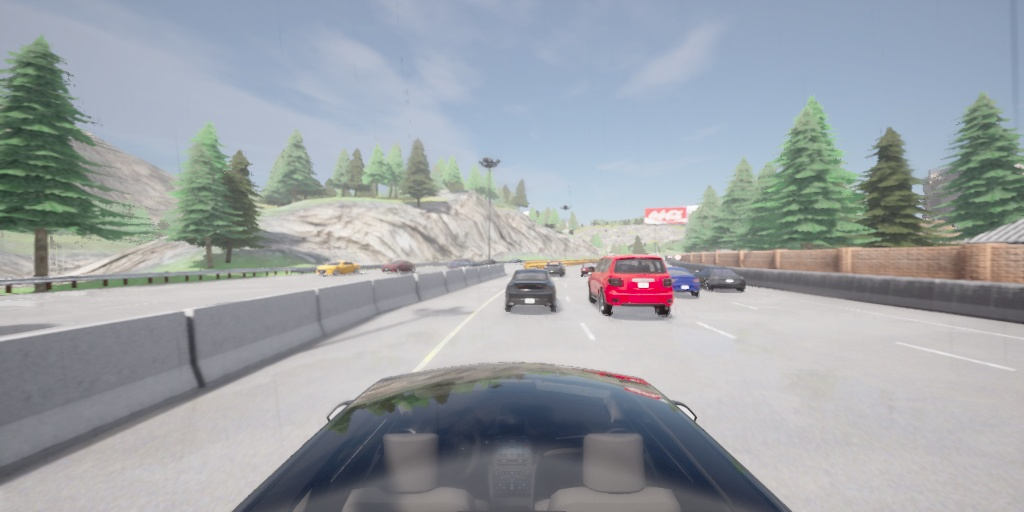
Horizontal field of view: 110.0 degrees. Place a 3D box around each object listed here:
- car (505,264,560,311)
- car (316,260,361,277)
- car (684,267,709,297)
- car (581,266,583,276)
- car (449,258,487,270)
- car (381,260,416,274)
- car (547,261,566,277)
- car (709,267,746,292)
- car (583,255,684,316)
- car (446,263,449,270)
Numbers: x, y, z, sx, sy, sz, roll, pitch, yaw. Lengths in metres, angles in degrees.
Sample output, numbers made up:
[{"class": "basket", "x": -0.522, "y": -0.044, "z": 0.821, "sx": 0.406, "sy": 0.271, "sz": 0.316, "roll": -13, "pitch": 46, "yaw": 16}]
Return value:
[{"class": "car", "x": 0.814, "y": 1.256, "z": 14.420, "sx": 1.837, "sy": 1.490, "sz": 4.892, "roll": 0, "pitch": 0, "yaw": 5}, {"class": "car", "x": -17.341, "y": 1.198, "z": 36.043, "sx": 1.882, "sy": 1.535, "sz": 5.008, "roll": 0, "pitch": 0, "yaw": 12}, {"class": "car", "x": 8.352, "y": 1.290, "z": 18.988, "sx": 1.812, "sy": 1.442, "sz": 4.674, "roll": 0, "pitch": 0, "yaw": 7}, {"class": "car", "x": 8.043, "y": 1.365, "z": 36.553, "sx": 1.895, "sy": 1.301, "sz": 4.718, "roll": 0, "pitch": 0, "yaw": 14}, {"class": "car", "x": -5.103, "y": 1.234, "z": 42.305, "sx": 2.128, "sy": 1.511, "sz": 4.902, "roll": 0, "pitch": 0, "yaw": 15}, {"class": "car", "x": -12.752, "y": 1.206, "z": 40.562, "sx": 1.882, "sy": 1.535, "sz": 5.008, "roll": 0, "pitch": 0, "yaw": 14}, {"class": "car", "x": 4.312, "y": 1.248, "z": 35.899, "sx": 2.128, "sy": 1.511, "sz": 4.902, "roll": 0, "pitch": 0, "yaw": 13}, {"class": "car", "x": 12.260, "y": 1.335, "z": 21.713, "sx": 1.994, "sy": 1.385, "sz": 4.181, "roll": 0, "pitch": 0, "yaw": 8}, {"class": "car", "x": 4.226, "y": 0.979, "z": 13.581, "sx": 2.150, "sy": 2.045, "sz": 5.566, "roll": 0, "pitch": 0, "yaw": 5}, {"class": "car", "x": -7.035, "y": 1.090, "z": 48.368, "sx": 2.097, "sy": 1.767, "sz": 4.553, "roll": 0, "pitch": 0, "yaw": 17}]
